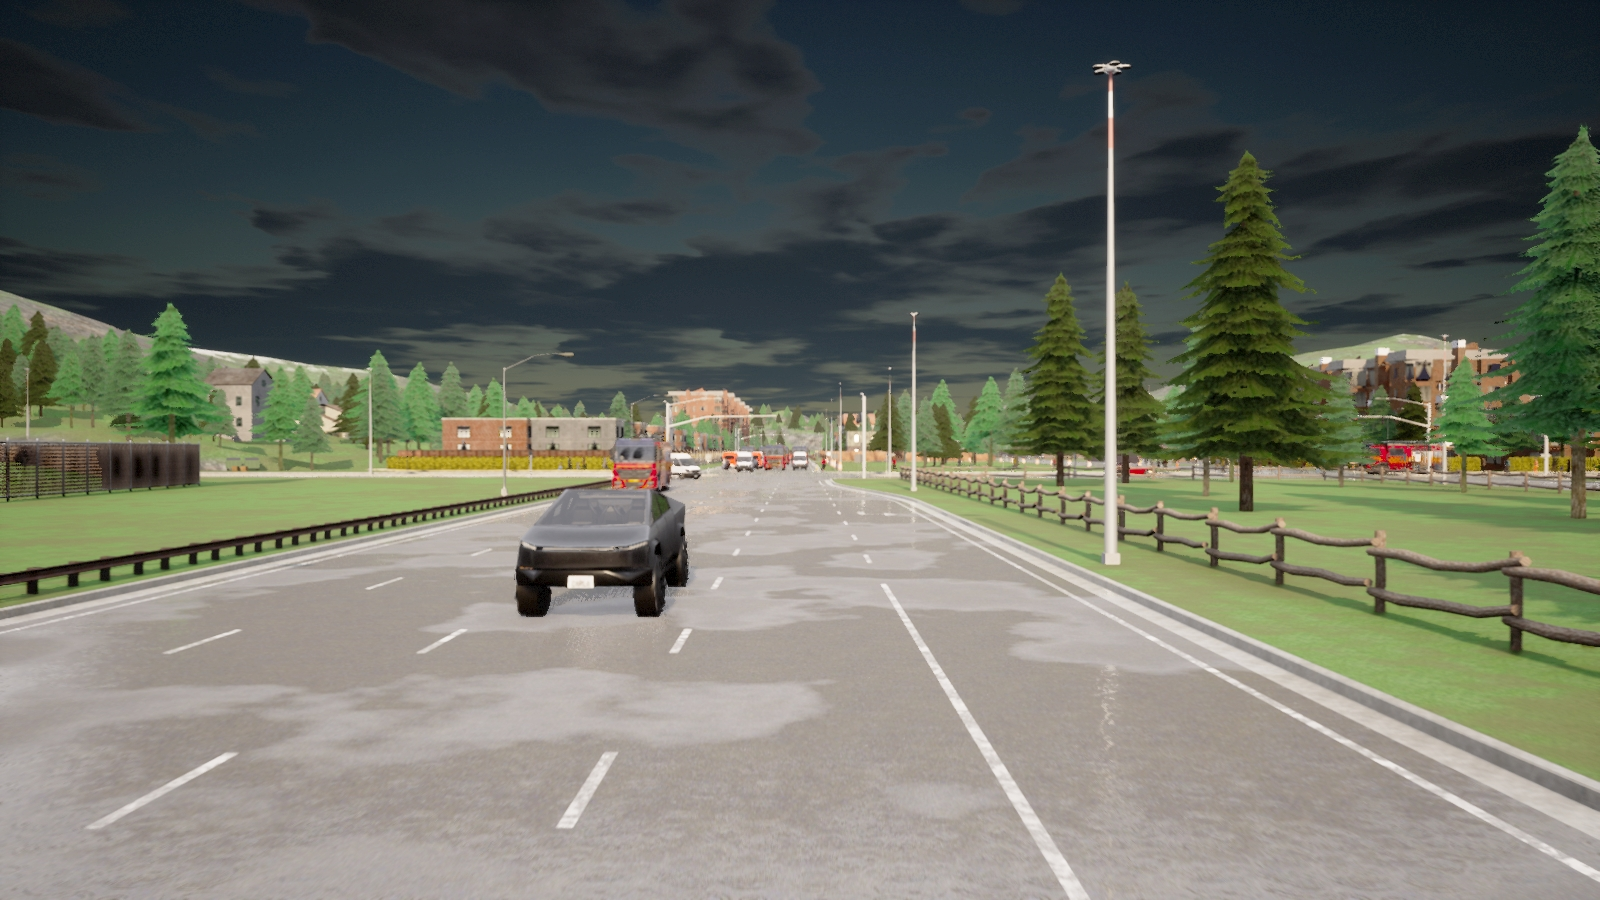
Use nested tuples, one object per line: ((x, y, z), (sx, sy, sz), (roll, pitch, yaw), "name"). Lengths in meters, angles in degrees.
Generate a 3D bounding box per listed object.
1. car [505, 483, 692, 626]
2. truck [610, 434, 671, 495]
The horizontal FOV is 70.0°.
((-3.502, 1.761, 21.350), (2.390, 2.098, 6.274), (0, 0, 0), "car")
((-10.493, 0.915, 76.084), (2.891, 3.827, 8.468), (0, 0, 0), "truck")
